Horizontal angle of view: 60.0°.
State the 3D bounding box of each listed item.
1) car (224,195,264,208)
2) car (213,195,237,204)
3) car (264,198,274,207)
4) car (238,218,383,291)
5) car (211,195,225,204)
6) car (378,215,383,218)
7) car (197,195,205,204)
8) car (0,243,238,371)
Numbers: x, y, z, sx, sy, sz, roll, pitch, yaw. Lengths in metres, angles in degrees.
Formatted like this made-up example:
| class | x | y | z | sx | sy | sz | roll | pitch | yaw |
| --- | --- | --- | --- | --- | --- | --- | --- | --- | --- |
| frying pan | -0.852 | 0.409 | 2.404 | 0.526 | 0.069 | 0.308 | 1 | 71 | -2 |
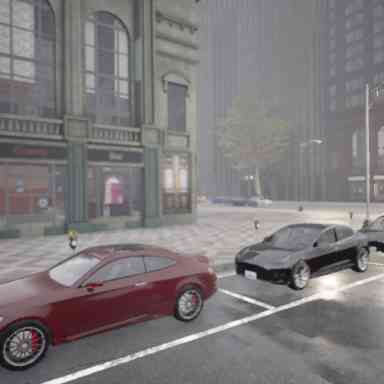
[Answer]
| class | x | y | z | sx | sy | sz | roll | pitch | yaw |
| --- | --- | --- | --- | --- | --- | --- | --- | --- | --- |
| car | 7.321 | 1.446 | 47.447 | 1.882 | 1.535 | 5.008 | -1 | 0 | -36 |
| car | 6.479 | 1.410 | 65.301 | 1.882 | 1.535 | 5.008 | -1 | 0 | -36 |
| car | 9.980 | 1.456 | 49.318 | 1.812 | 1.442 | 4.674 | -1 | 0 | -36 |
| car | 3.111 | 1.527 | 8.949 | 4.313 | 1.339 | 1.947 | 0 | 0 | -36 |
| car | 5.435 | 1.434 | 61.223 | 1.882 | 1.535 | 5.008 | -1 | 0 | -36 |
| car | 7.666 | 1.489 | 12.269 | 4.313 | 1.339 | 1.947 | 0 | 0 | -36 |
| car | -0.515 | 1.624 | 63.806 | 2.033 | 1.411 | 5.357 | -1 | 0 | -36 |
| car | -1.443 | 1.581 | 5.628 | 4.206 | 1.307 | 1.802 | 0 | 0 | -36 |
